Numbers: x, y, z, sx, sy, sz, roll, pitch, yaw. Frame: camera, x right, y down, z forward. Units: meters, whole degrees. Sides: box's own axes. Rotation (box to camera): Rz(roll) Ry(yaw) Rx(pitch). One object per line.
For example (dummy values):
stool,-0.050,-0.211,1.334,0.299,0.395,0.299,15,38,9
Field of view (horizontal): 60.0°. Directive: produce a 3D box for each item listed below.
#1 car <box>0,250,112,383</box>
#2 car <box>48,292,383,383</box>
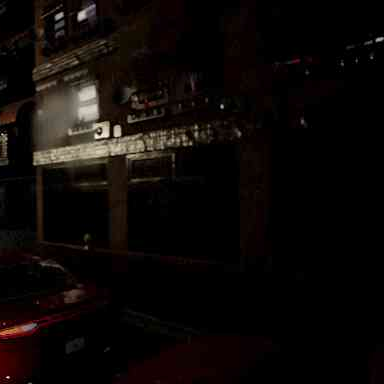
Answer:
car,-3.091,1.543,4.952,4.507,1.381,1.887,0,-1,36
car,1.409,1.545,1.738,4.507,1.381,1.887,0,-1,36
